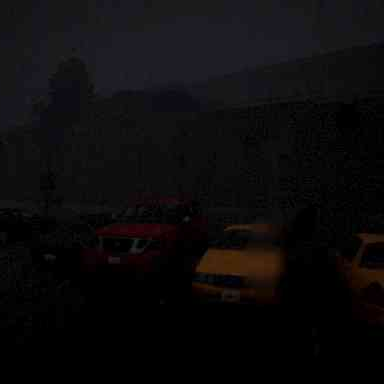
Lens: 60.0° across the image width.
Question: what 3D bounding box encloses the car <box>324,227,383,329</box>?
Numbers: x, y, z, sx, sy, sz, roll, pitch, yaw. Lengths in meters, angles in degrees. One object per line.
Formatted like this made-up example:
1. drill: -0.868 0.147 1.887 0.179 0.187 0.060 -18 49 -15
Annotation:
1. car: 3.918 1.485 6.901 1.946 1.575 5.366 0 -1 16

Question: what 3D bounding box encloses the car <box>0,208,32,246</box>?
1. car: -8.346 1.501 15.433 2.097 1.535 5.008 0 -1 16

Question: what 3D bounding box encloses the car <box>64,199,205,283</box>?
1. car: -1.012 1.236 10.181 2.435 2.045 5.566 1 -1 15

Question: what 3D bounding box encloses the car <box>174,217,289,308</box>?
1. car: 1.383 1.479 8.283 1.946 1.575 5.366 1 -1 16

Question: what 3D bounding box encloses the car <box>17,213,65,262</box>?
1. car: -3.459 1.519 11.922 2.163 1.488 4.792 0 -1 15
